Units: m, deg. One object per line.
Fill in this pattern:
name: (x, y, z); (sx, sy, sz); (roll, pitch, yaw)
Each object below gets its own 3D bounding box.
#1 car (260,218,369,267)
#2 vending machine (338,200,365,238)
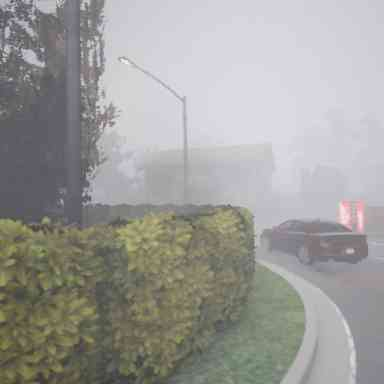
car: (4.288, 1.708, 12.531); (1.882, 1.535, 5.008); (0, -2, -12)
vending machine: (9.038, 1.494, 18.828); (1.100, 2.100, 0.880); (0, -2, -30)
